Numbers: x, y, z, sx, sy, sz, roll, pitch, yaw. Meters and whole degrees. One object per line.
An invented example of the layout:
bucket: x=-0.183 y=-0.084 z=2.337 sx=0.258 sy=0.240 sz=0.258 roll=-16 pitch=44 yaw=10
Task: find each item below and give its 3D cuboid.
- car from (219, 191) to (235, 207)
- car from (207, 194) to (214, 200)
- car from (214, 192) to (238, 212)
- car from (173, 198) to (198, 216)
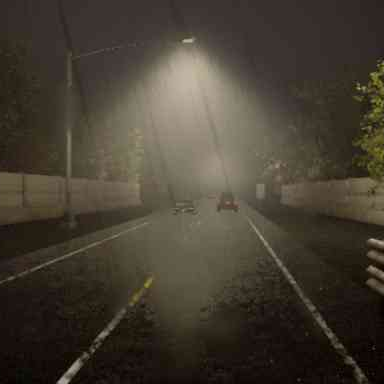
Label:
car: x=5.071 y=0.944 z=48.513 sx=2.150 sy=2.045 sz=5.566 roll=0 pitch=1 yaw=6
car: x=4.265 y=1.066 z=73.564 sx=2.033 sy=1.411 sz=5.357 roll=0 pitch=0 yaw=6
car: x=3.793 y=1.162 z=35.629 sx=2.097 sy=1.767 sz=4.553 roll=0 pitch=0 yaw=6
car: x=-0.501 y=1.323 z=30.326 sx=1.837 sy=1.490 sz=4.892 roll=0 pitch=0 yaw=6
